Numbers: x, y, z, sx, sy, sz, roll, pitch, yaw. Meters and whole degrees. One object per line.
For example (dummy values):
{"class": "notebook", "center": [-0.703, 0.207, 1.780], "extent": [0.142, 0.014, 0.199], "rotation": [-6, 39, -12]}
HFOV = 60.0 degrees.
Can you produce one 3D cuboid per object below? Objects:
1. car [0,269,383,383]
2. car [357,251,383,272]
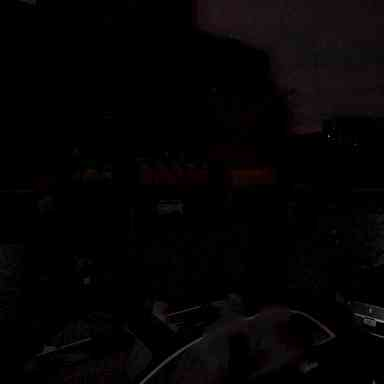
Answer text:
{"class": "car", "center": [-0.225, 1.550, 2.674], "extent": [4.403, 1.369, 2.008], "rotation": [0, -2, -35]}
{"class": "car", "center": [4.214, 1.549, 5.835], "extent": [4.403, 1.369, 2.008], "rotation": [0, -2, -35]}
